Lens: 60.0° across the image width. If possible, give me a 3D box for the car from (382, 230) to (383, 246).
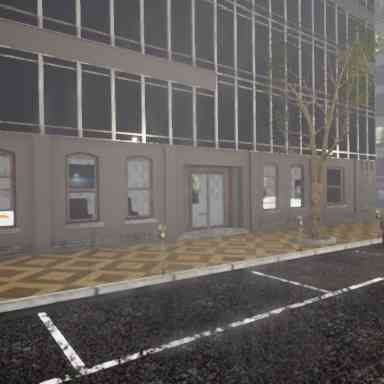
[{"bbox_3d":[9.345,1.432,13.265,4.097,1.590,1.967,0,-1,-36],"label":"car"}]
